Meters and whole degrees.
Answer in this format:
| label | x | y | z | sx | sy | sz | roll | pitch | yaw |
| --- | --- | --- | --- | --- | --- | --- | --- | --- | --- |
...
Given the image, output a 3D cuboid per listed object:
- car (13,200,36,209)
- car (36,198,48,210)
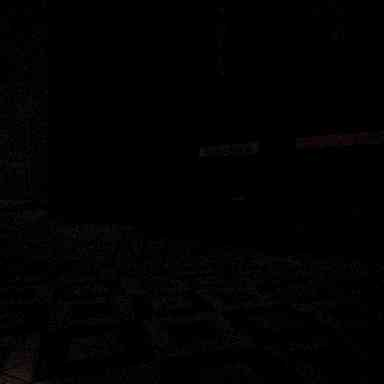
| label | x | y | z | sx | sy | sz | roll | pitch | yaw |
| --- | --- | --- | --- | --- | --- | --- | --- | --- | --- |
| car | -26.776 | 2.051 | 54.366 | 1.887 | 1.381 | 4.507 | -1 | -2 | 35 |
| car | -19.840 | 1.820 | 49.416 | 2.192 | 1.841 | 5.009 | -1 | -2 | 35 |
